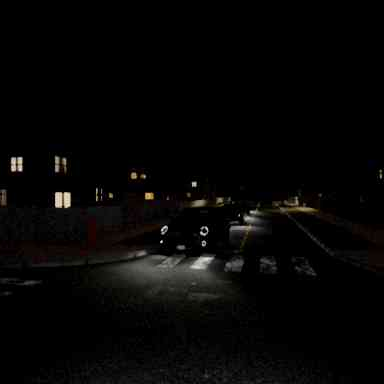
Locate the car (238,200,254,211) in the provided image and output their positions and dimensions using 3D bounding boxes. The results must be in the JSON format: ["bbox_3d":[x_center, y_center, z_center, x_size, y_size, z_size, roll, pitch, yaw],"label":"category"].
[{"bbox_3d":[7.681,1.857,46.948,1.895,1.301,4.718,-1,-1,13],"label":"car"}]

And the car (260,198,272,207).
[{"bbox_3d":[12.751,1.798,57.231,1.837,1.490,4.892,-1,-1,12],"label":"car"}]

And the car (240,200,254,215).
[{"bbox_3d":[5.440,1.686,36.696,2.128,1.511,4.902,-1,-1,12],"label":"car"}]

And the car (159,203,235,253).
[{"bbox_3d":[0.255,1.442,14.256,2.097,1.767,4.553,-1,0,17],"label":"car"}]

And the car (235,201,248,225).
[{"bbox_3d":[3.071,1.662,25.673,1.812,1.442,4.674,-1,-1,12],"label":"car"}]
